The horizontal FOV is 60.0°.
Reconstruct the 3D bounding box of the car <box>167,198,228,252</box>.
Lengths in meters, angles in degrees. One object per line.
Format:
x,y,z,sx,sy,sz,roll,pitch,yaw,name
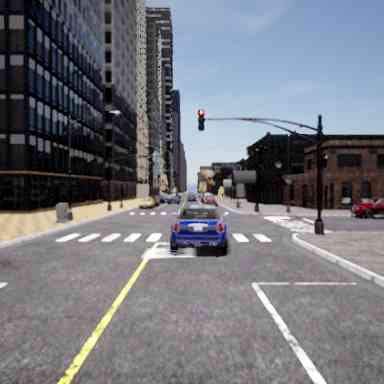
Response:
0.397,1.312,13.860,2.097,1.767,4.553,0,0,5,car

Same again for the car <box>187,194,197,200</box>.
0.004,1.221,80.436,2.128,1.511,4.902,0,0,0,car

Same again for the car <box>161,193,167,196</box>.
-5.665,1.395,60.437,1.947,1.339,4.313,-1,0,0,car

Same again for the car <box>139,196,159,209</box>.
-5.837,1.402,43.334,1.752,1.417,4.829,-1,0,0,car

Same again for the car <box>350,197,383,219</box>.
16.528,1.340,28.803,5.009,1.841,2.192,1,1,1,car

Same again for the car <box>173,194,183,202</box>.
-2.996,1.292,71.350,1.837,1.490,4.892,0,0,0,car

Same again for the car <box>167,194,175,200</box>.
-5.664,1.279,88.487,1.752,1.417,4.829,-1,0,0,car

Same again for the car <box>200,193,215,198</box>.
2.679,1.301,49.093,1.967,1.590,4.097,-1,0,0,car

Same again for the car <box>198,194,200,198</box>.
2.678,1.145,60.380,2.192,1.841,5.009,-1,0,0,car

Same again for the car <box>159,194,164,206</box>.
-5.666,1.427,49.148,1.947,1.339,4.313,-1,0,0,car

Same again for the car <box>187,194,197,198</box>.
0.003,1.153,71.622,2.097,1.767,4.553,0,0,0,car

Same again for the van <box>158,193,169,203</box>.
-5.669,1.155,66.080,1.690,1.788,3.998,-1,0,0,van

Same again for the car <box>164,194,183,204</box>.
-3.069,1.406,55.790,1.994,1.385,4.181,0,0,0,car
